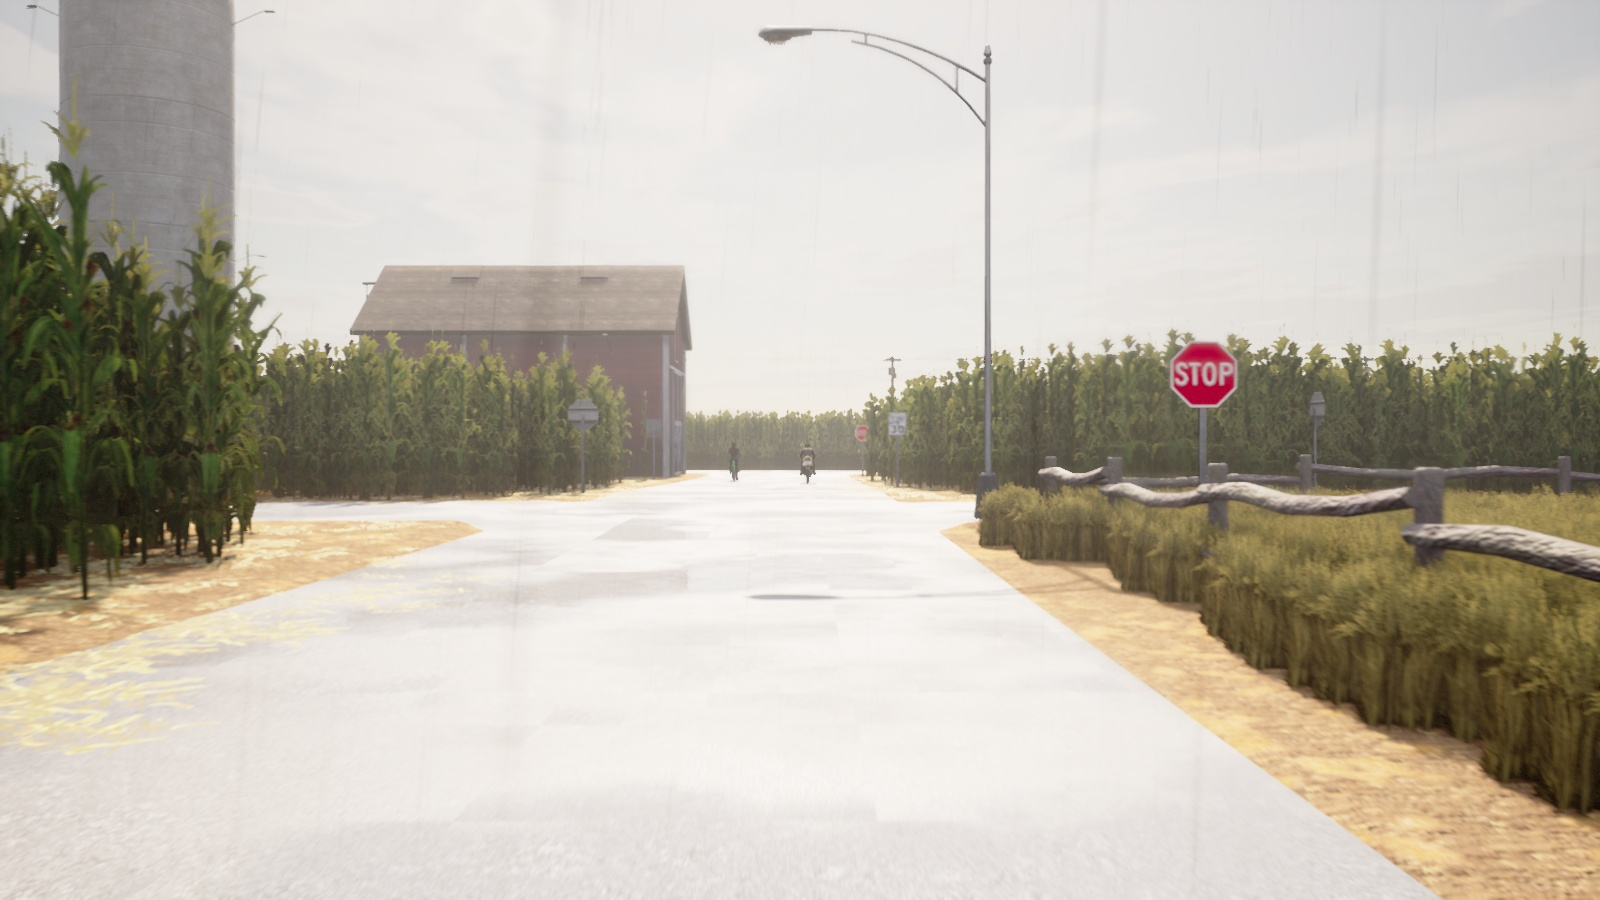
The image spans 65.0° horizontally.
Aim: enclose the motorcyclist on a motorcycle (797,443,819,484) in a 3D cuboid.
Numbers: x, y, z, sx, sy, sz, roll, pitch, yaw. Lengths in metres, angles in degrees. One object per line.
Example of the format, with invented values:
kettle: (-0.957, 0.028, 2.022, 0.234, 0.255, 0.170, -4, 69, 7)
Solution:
motorcyclist on a motorcycle: (0.286, 0.512, 47.127, 0.797, 1.523, 2.044, 0, -1, 0)
